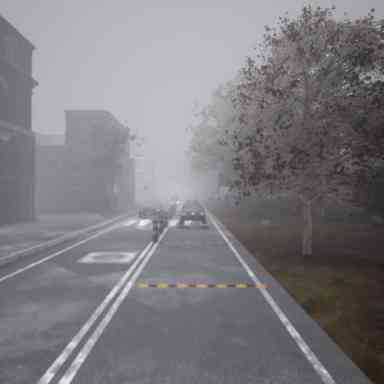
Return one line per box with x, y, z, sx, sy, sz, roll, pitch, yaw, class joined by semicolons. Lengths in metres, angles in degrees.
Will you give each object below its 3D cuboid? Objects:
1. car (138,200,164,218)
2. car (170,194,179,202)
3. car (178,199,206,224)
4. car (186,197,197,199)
-3.396;1.433;28.529;1.812;1.442;4.674;1;-1;0;car
-3.656;1.203;70.035;1.882;1.535;5.008;0;0;-1;car
0.065;1.503;24.672;2.033;1.411;5.357;0;0;0;car
-0.029;1.357;43.293;1.882;1.535;5.008;0;0;0;car
